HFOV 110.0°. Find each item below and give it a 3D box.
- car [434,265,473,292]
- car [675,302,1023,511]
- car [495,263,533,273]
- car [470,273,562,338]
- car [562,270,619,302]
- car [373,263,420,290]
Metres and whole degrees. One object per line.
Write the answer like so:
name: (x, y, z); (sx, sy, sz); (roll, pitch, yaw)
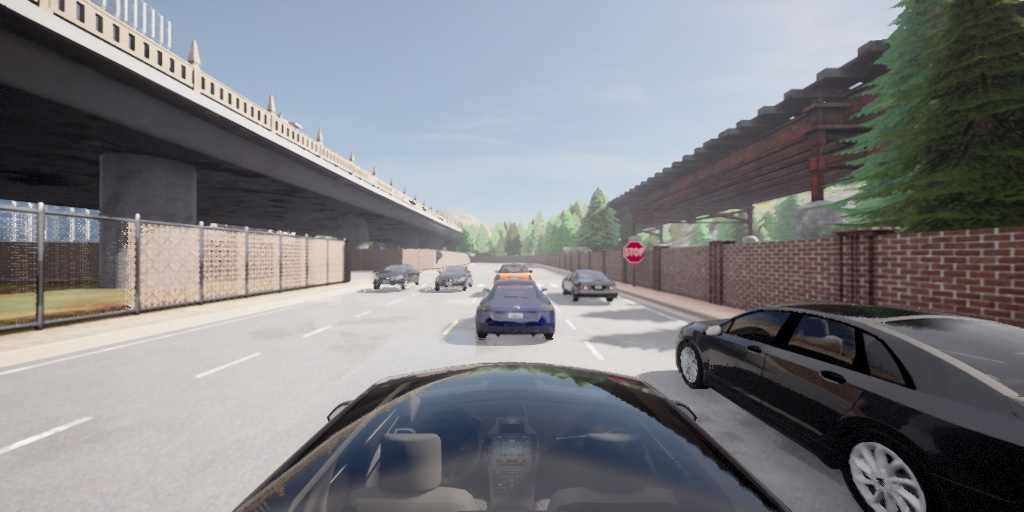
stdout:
car: (-3.497, 1.285, 22.219); (1.812, 1.442, 4.674); (0, 0, 0)
car: (3.595, 1.266, 3.982); (1.837, 1.490, 4.892); (0, 0, 0)
car: (0.104, 1.184, 19.987); (2.097, 1.767, 4.553); (0, 0, 0)
car: (0.096, 1.353, 10.290); (1.994, 1.385, 4.181); (0, 0, 0)
car: (3.602, 1.368, 17.424); (2.033, 1.411, 5.357); (0, 0, 0)
car: (-6.997, 1.172, 22.221); (1.812, 1.442, 4.674); (0, 0, 0)
